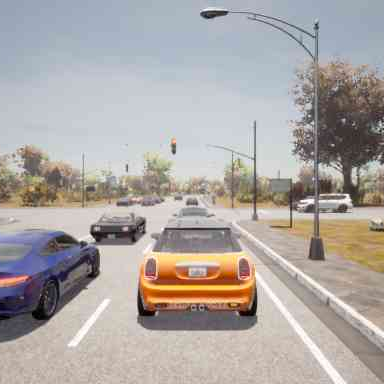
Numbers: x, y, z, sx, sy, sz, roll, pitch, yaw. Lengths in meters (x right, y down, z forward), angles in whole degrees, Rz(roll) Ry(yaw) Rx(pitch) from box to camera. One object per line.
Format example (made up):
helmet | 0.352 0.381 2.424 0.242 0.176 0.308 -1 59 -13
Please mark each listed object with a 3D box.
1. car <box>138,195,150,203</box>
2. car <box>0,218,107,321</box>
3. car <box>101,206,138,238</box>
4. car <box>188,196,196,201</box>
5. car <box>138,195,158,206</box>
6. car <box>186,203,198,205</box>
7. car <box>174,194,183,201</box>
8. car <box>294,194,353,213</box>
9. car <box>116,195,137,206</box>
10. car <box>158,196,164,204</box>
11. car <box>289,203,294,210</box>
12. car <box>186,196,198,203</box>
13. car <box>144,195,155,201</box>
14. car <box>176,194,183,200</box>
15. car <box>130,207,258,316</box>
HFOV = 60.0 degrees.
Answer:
car | -10.561 1.478 72.863 1.882 1.535 5.008 0 0 0
car | -3.406 1.526 7.191 1.812 1.442 4.674 0 0 0
car | -3.414 1.601 16.349 1.895 1.301 4.718 0 0 0
car | -0.068 1.595 82.713 1.895 1.301 4.718 0 0 0
car | -7.125 1.505 54.360 1.837 1.490 4.892 0 0 1
car | 0.086 1.505 16.616 1.837 1.490 4.892 0 0 0
car | -3.567 1.492 84.628 1.837 1.490 4.892 0 0 0
car | 14.436 1.221 36.127 5.566 2.045 2.150 0 0 3
car | -10.643 1.547 53.164 2.033 1.411 5.357 0 0 1
car | -7.103 1.477 63.838 1.882 1.535 5.008 0 0 0
car | 14.052 1.504 39.655 4.892 1.490 1.837 0 0 3
car | 0.039 1.564 57.576 1.994 1.385 4.181 0 0 0
car | -10.568 1.525 83.199 2.128 1.511 4.902 0 0 0
car | -3.535 1.374 95.036 1.812 1.442 4.674 0 0 1
car | 0.094 1.352 7.659 2.097 1.767 4.553 0 0 0
